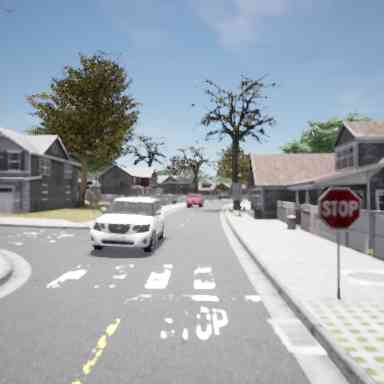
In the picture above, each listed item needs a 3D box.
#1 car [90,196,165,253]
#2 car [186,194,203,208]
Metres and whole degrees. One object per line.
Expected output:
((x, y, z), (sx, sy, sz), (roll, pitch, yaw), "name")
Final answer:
((-2.419, 1.226, 14.020), (2.150, 2.045, 5.566), (3, 0, 2), "car")
((0.470, 1.298, 50.665), (2.150, 2.045, 5.566), (0, 0, 7), "car")
